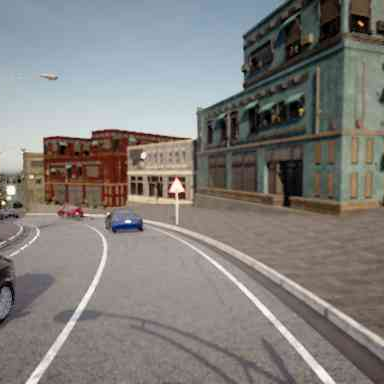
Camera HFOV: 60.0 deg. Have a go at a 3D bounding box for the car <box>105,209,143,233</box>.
[{"bbox_3d":[-4.520,1.774,21.696,1.994,1.385,4.181,-2,-1,-21],"label":"car"}]

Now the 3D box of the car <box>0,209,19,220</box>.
[{"bbox_3d":[-24.383,2.921,43.596,4.181,1.385,1.994,-3,1,40],"label":"car"}]

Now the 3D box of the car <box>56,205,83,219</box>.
[{"bbox_3d":[-13.773,2.230,37.532,1.812,1.442,4.674,-3,0,-39],"label":"car"}]

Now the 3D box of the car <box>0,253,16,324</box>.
[{"bbox_3d":[-4.042,1.554,4.364,1.837,1.490,4.892,0,0,-6],"label":"car"}]
